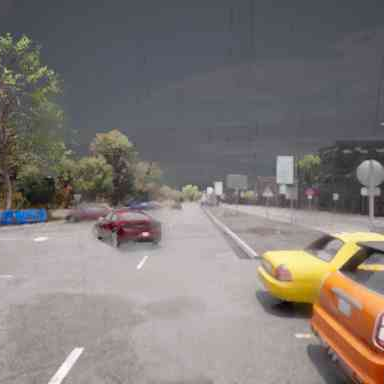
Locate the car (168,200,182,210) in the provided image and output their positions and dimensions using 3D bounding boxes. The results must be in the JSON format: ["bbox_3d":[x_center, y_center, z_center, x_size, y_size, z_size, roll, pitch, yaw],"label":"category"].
[{"bbox_3d":[-2.952,2.716,62.740,1.994,1.385,4.181,0,-1,1],"label":"car"}]

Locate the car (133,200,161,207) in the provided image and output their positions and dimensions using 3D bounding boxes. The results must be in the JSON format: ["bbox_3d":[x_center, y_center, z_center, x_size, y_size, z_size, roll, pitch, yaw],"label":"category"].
[{"bbox_3d":[-8.080,2.500,55.736,4.674,1.452,2.002,0,-1,1],"label":"car"}]

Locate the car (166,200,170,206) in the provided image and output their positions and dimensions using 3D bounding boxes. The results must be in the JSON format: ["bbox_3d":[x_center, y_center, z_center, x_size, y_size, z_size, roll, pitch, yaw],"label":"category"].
[{"bbox_3d":[-7.721,3.335,93.908,5.008,1.535,2.097,0,-1,1],"label":"car"}]

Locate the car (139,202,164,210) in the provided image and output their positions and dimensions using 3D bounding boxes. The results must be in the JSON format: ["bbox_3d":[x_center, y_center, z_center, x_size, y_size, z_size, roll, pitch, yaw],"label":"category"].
[{"bbox_3d":[-7.990,2.721,65.431,4.674,1.452,2.002,0,-1,1],"label":"car"}]

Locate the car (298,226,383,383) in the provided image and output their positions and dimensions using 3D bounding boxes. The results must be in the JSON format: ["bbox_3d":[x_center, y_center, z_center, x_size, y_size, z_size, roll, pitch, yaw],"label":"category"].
[{"bbox_3d":[3.895,1.360,3.874,4.553,1.767,2.185,0,0,0],"label":"car"}]

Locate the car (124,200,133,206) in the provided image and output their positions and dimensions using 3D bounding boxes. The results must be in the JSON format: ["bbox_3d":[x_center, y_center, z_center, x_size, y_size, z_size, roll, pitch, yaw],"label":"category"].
[{"bbox_3d":[-8.341,1.780,31.411,4.553,1.767,2.185,0,-1,0],"label":"car"}]

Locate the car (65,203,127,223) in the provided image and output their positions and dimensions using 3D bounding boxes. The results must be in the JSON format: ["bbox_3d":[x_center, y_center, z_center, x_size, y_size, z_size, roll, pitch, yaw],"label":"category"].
[{"bbox_3d":[-8.298,1.876,28.238,4.674,1.452,2.002,0,-1,0],"label":"car"}]

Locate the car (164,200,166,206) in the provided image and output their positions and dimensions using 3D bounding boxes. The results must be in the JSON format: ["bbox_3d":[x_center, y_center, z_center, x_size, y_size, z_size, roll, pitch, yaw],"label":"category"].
[{"bbox_3d":[-8.028,2.609,62.284,5.008,1.535,2.097,0,-1,1],"label":"car"}]

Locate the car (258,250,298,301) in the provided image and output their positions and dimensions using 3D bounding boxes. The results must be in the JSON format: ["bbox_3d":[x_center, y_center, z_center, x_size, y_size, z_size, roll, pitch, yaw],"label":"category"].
[{"bbox_3d":[4.113,1.499,6.792,5.366,1.575,1.946,0,0,0],"label":"car"}]

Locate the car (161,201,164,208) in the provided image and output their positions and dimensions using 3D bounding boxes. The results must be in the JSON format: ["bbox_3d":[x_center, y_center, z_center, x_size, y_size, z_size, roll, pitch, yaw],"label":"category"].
[{"bbox_3d":[-8.047,2.536,59.012,4.892,1.521,2.231,0,-1,1],"label":"car"}]

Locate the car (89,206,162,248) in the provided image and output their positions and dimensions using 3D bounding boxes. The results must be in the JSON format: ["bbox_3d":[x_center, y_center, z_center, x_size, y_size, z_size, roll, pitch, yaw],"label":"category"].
[{"bbox_3d":[-3.131,1.588,15.542,1.882,1.535,5.008,2,-2,-30],"label":"car"}]

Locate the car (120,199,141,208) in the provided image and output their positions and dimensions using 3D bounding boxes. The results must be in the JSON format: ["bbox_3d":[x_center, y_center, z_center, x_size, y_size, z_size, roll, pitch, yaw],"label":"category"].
[{"bbox_3d":[-14.521,2.748,78.827,4.553,1.767,2.097,1,1,4],"label":"car"}]
